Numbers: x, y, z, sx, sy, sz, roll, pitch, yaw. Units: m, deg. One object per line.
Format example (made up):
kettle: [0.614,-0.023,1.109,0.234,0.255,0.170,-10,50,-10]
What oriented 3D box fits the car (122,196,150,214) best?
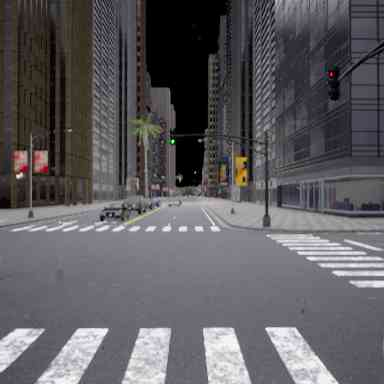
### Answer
car: [-6.640,1.442,38.309,2.150,2.045,5.566,0,0,0]

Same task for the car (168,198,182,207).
car: [-3.215,1.981,59.653,1.895,1.301,4.718,0,0,0]

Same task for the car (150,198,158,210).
car: [-6.642,1.644,48.236,2.097,1.767,4.553,0,0,0]

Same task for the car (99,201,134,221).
car: [-6.629,1.725,28.983,1.994,1.385,4.181,0,0,0]

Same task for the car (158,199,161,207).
car: [-6.610,1.848,58.375,1.882,1.535,5.008,0,0,0]

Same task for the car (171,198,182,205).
car: [-3.225,2.021,69.548,1.994,1.385,4.181,0,0,0]
